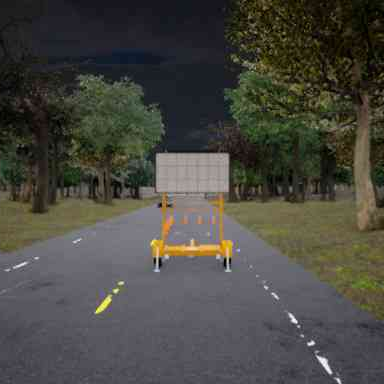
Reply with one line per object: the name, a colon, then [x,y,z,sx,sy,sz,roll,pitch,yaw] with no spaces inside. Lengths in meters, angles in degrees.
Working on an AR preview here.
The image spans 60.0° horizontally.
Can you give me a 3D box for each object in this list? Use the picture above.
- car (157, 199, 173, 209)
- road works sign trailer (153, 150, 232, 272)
car: [-3.516,1.527,43.953,1.895,1.301,4.718,0,0,0]
road works sign trailer: [0.019,0.453,10.720,2.380,3.560,2.880,0,0,0]
